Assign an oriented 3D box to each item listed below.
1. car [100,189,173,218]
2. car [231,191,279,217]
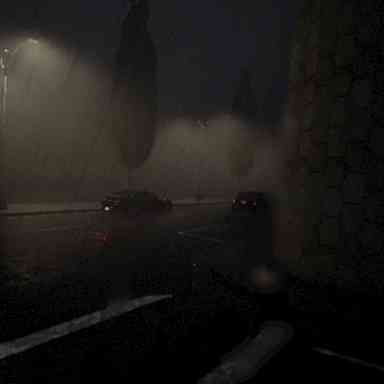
[{"bbox_3d":[-3.096,0.614,19.617,1.837,1.490,4.892,6,3,35],"label":"car"},{"bbox_3d":[4.809,0.747,24.716,2.097,1.767,4.553,6,3,35],"label":"car"}]
